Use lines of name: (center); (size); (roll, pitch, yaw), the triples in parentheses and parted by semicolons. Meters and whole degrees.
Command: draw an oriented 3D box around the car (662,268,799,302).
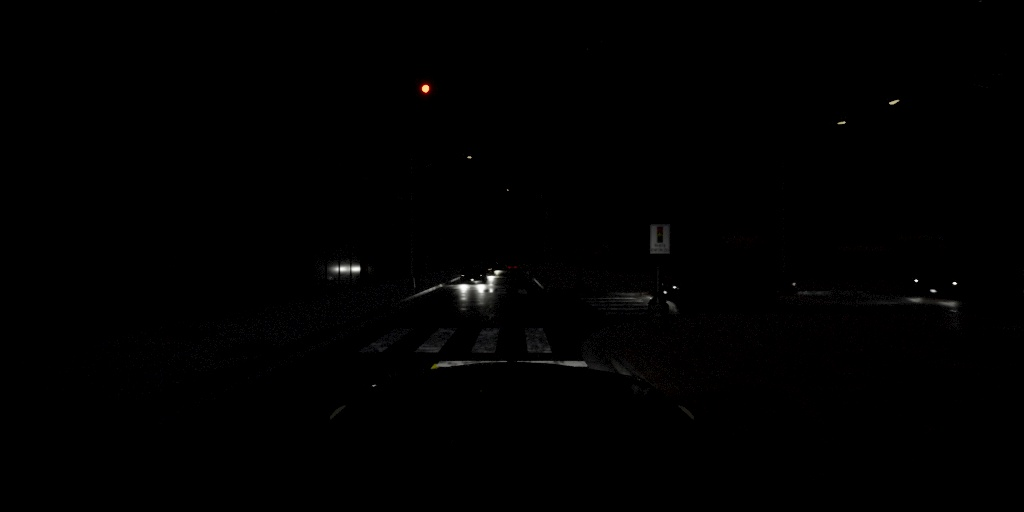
car: (9.554, 1.234, 16.022); (5.357, 1.411, 2.033); (0, 0, 2)

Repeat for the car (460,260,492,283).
car: (-2.883, 1.303, 28.057); (2.033, 1.411, 5.357); (0, 0, -1)

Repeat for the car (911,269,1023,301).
car: (20.964, 1.228, 15.977); (4.718, 1.301, 1.895); (0, 0, 0)

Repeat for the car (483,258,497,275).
car: (-2.875, 1.268, 38.465); (1.837, 1.490, 4.892); (0, 0, 0)

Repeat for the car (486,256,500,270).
car: (-2.866, 1.002, 52.068); (2.150, 2.045, 5.566); (0, 0, 1)
